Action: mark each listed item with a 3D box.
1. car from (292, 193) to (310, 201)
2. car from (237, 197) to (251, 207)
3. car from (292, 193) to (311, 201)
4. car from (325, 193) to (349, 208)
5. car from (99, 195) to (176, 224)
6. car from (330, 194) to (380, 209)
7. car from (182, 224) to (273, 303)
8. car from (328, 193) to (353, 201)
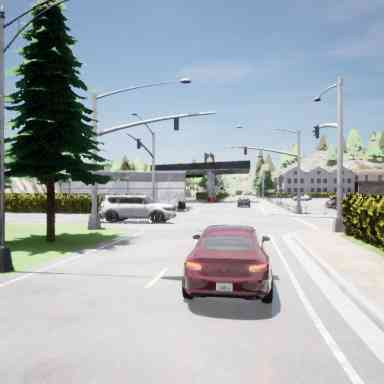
[{"bbox_3d":[24.846,1.361,75.825,3.806,1.475,1.970,0,0,9],"label":"car"},{"bbox_3d":[8.027,1.491,51.286,2.128,1.511,4.902,0,0,9],"label":"car"},{"bbox_3d":[25.973,1.077,79.012,3.866,1.878,1.905,0,0,9],"label":"car"},{"bbox_3d":[19.495,1.330,41.988,5.027,1.636,2.152,0,0,9],"label":"car"},{"bbox_3d":[-3.979,1.223,24.328,5.566,2.045,2.150,0,0,9],"label":"car"},{"bbox_3d":[19.053,1.340,38.882,4.514,1.523,2.007,0,0,9],"label":"car"},{"bbox_3d":[0.932,1.526,8.188,1.812,1.442,4.674,0,0,9],"label":"car"},{"bbox_3d":[33.225,1.097,74.526,4.605,1.855,1.932,0,0,9],"label":"car"}]
